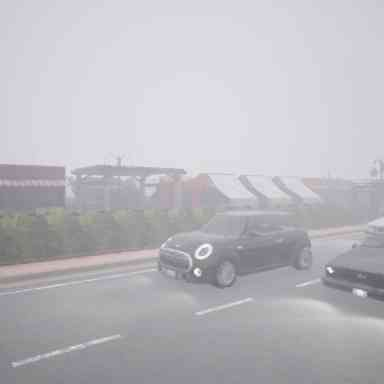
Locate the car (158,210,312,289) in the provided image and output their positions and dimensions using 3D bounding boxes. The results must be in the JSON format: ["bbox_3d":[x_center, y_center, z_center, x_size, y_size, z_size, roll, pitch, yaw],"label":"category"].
[{"bbox_3d":[1.301,1.351,9.324,4.553,1.767,2.097,0,0,-37],"label":"car"}]

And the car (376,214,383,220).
[{"bbox_3d":[10.110,1.526,15.859,4.674,1.442,1.812,0,0,-37],"label":"car"}]

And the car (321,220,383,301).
[{"bbox_3d":[5.361,1.548,7.976,5.357,1.411,2.033,0,0,-37],"label":"car"}]
